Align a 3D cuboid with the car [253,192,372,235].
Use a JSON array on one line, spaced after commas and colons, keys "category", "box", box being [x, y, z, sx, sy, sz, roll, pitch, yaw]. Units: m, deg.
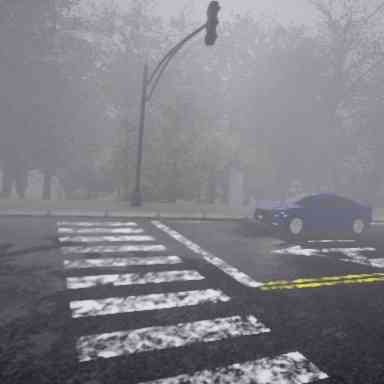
[{"category": "car", "box": [4.802, 0.751, 13.117, 5.008, 1.535, 1.882, 3, 5, -24]}]
